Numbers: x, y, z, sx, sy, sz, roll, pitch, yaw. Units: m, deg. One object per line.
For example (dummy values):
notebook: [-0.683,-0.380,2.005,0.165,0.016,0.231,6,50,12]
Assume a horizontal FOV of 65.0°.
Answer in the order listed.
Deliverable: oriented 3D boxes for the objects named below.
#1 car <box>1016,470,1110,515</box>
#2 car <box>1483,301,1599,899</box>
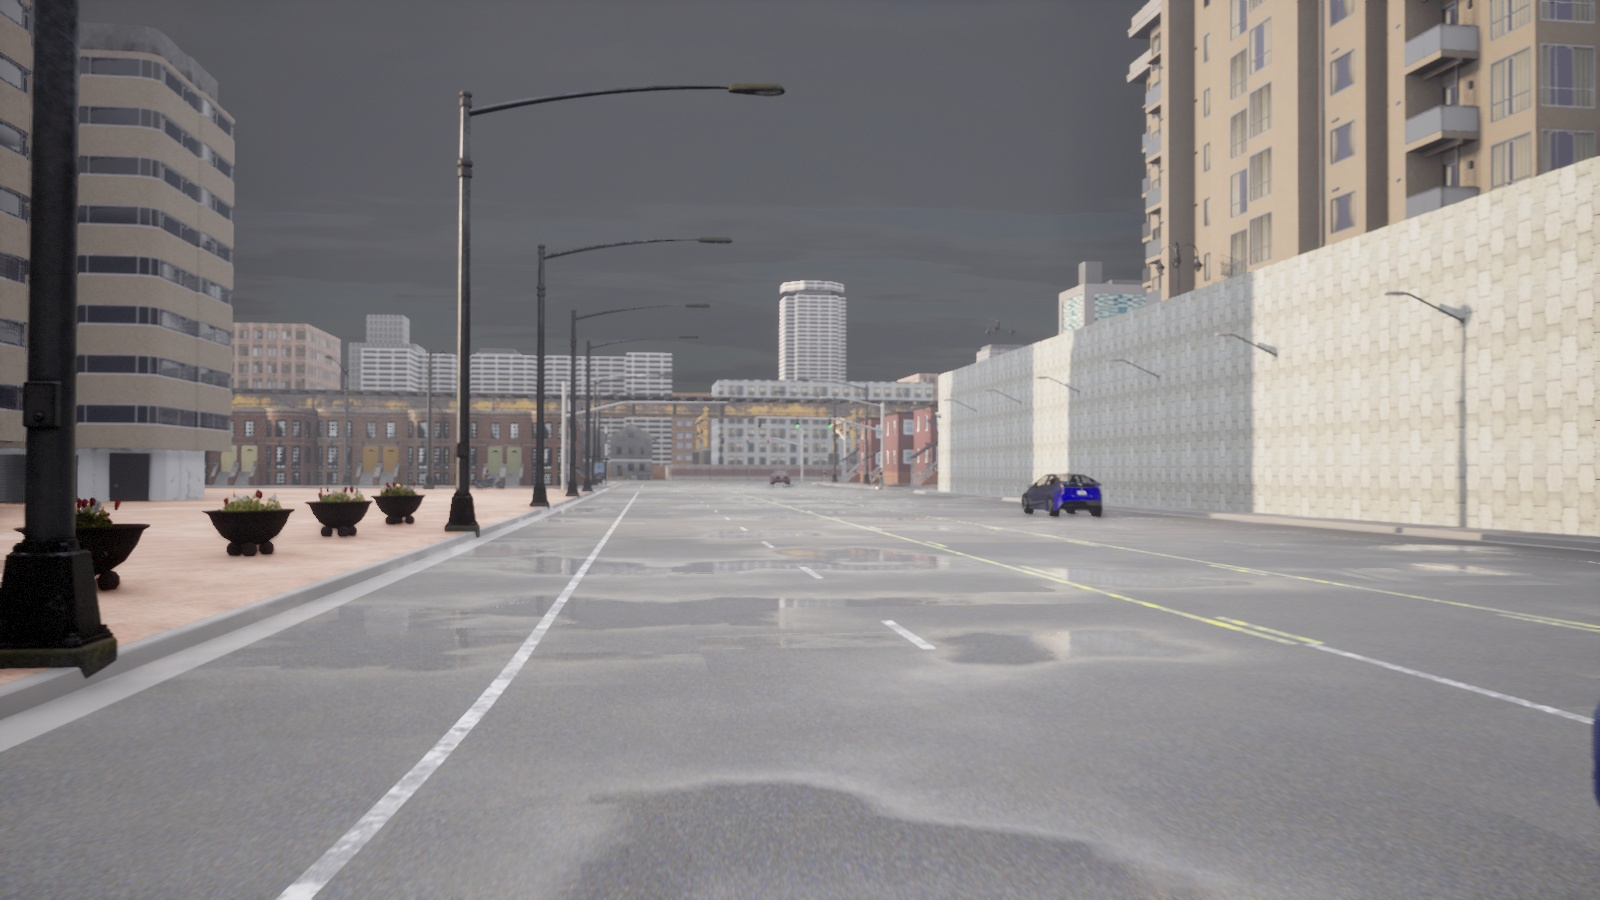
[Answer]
car: [9.447,1.503,45.452,2.007,1.525,4.514,0,-1,-7]
car: [3.499,0.544,1.505,2.150,2.045,5.566,0,-1,-2]
